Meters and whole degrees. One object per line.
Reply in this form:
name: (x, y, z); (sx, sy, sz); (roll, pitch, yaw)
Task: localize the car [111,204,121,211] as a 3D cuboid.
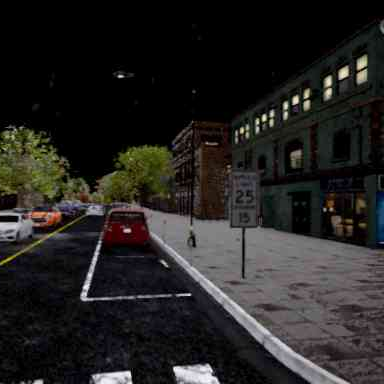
car: (-14.706, 2.966, 64.064); (1.802, 1.307, 4.206); (2, -2, -13)

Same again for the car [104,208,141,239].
car: (-4.424, 1.910, 20.939); (1.967, 1.590, 4.097); (2, -2, -13)

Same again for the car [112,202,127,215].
car: (-11.205, 2.474, 51.183); (2.097, 1.767, 4.553); (2, -2, -13)

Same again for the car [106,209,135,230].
car: (-5.713, 2.136, 26.328); (2.008, 1.369, 4.403); (2, -2, -13)

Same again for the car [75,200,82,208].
car: (-24.134, 2.716, 67.509); (1.967, 1.590, 4.097); (2, -2, -13)

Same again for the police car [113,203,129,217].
police car: (-9.596, 2.406, 44.513); (1.930, 1.638, 5.238); (2, -2, -13)

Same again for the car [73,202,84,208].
car: (-26.707, 3.052, 78.288); (2.008, 1.369, 4.403); (2, -2, -13)

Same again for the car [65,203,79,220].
car: (-14.001, 2.221, 36.267); (2.033, 1.411, 5.357); (2, -2, -13)

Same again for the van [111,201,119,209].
van: (-18.552, 3.063, 80.245); (1.690, 1.788, 3.998); (2, -2, -13)

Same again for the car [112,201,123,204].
car: (-6.989, 2.015, 31.726); (2.192, 1.841, 5.009); (2, -2, -13)

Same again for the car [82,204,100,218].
car: (-11.654, 2.342, 39.870); (1.812, 1.442, 4.674); (2, -1, -13)

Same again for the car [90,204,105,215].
car: (-14.005, 2.546, 49.532); (1.812, 1.442, 4.674); (2, -1, -13)

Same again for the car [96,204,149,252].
car: (-3.135, 1.670, 15.552); (2.192, 1.841, 5.009); (2, -2, -13)

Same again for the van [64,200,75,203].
van: (-21.561, 2.391, 56.730); (1.690, 1.788, 3.998); (2, -2, -13)

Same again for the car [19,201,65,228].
car: (-11.568, 1.805, 25.947); (2.097, 1.767, 4.553); (2, -2, -13)

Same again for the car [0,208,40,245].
car: (-9.483, 1.790, 17.145); (1.812, 1.442, 4.674); (2, -2, -13)
